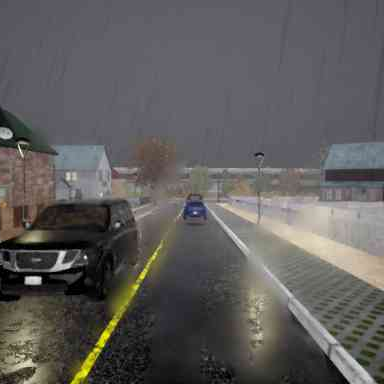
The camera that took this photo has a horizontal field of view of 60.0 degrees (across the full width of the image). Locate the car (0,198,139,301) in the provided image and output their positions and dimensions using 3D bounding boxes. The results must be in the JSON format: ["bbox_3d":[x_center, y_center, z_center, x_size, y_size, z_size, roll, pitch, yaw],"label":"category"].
[{"bbox_3d":[-2.802,1.217,8.665,2.150,2.045,5.566,0,0,0],"label":"car"}]

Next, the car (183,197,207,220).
[{"bbox_3d":[0.262,1.468,28.509,1.882,1.535,5.008,0,0,0],"label":"car"}]

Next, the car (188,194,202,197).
[{"bbox_3d":[0.343,1.219,42.768,2.150,2.045,5.566,0,0,0],"label":"car"}]
